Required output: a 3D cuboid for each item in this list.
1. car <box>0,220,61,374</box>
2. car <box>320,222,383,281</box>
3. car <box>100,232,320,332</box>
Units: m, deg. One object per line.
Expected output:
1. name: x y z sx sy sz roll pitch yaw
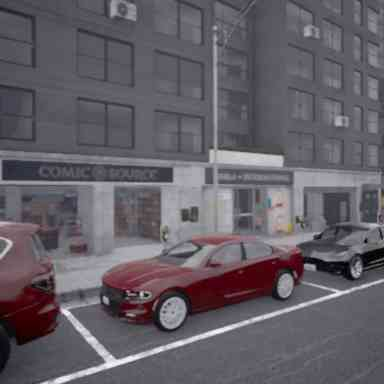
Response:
1. car: -4.080 1.309 3.633 5.009 1.841 2.192 0 -1 -35
2. car: 4.888 1.616 10.027 4.313 1.339 1.947 0 -1 -35
3. car: 0.404 1.567 6.829 4.507 1.381 1.887 0 -1 -35
